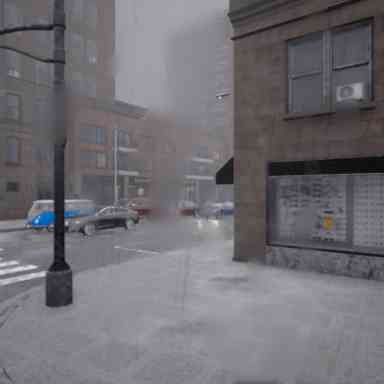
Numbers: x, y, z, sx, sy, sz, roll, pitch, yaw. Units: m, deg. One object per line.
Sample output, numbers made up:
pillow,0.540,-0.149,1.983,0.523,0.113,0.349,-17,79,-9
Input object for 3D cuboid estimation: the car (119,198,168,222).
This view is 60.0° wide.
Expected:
car,-4.427,1.343,24.422,2.192,1.841,5.009,0,0,36

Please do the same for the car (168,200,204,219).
car,-1.145,1.472,28.954,1.967,1.590,4.097,0,0,36

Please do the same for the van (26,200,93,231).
van,-7.709,1.364,19.889,1.690,1.788,3.998,0,0,36

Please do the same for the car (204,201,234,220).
car,2.467,1.559,29.237,1.812,1.442,4.674,0,0,36

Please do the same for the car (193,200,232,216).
car,2.137,1.581,33.486,1.887,1.381,4.507,0,0,36

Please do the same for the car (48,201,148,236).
car,-5.111,1.514,18.776,2.128,1.511,4.902,0,0,36
